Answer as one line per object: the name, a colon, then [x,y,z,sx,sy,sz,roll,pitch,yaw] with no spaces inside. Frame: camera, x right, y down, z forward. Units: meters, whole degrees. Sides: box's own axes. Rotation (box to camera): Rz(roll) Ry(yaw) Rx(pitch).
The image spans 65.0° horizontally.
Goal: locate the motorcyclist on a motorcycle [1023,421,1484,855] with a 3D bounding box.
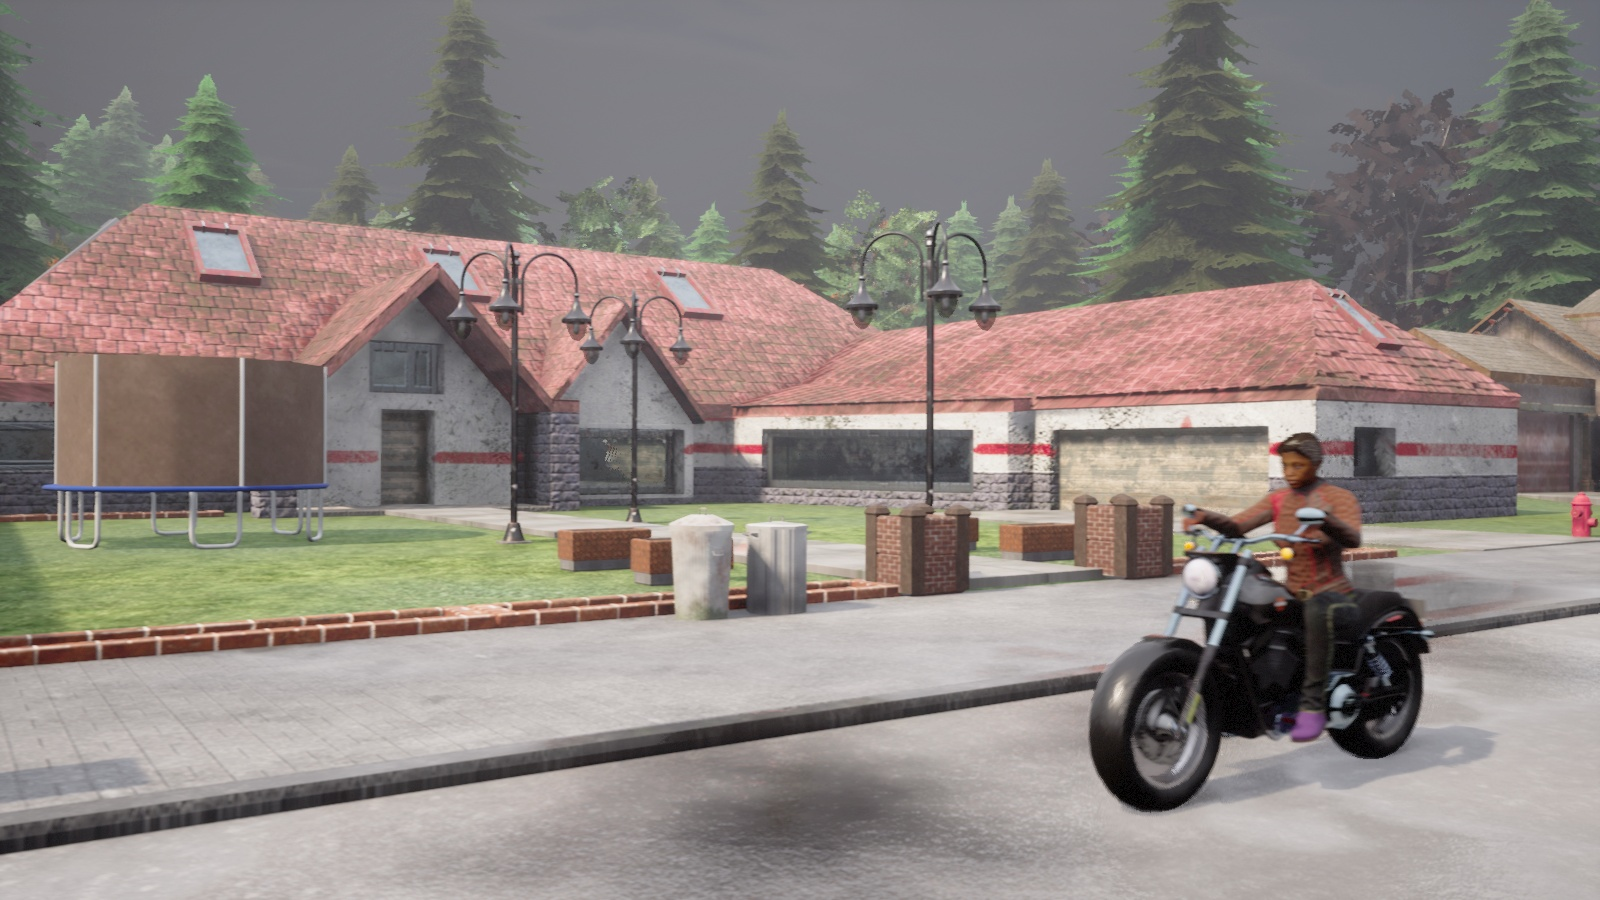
motorcyclist on a motorcycle: [2.145,0.715,5.762,2.350,1.649,0.766,0,0,-35]
